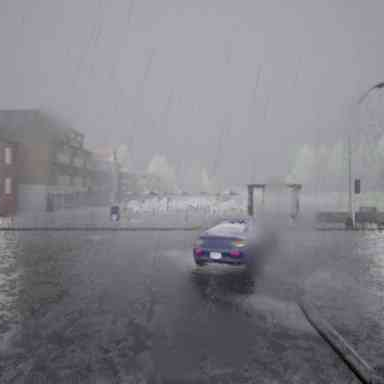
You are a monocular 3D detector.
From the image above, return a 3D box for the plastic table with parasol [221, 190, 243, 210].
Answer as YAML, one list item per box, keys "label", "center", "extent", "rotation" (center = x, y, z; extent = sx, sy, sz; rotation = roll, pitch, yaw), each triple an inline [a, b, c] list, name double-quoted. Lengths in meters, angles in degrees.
- label: "plastic table with parasol"
  center: [4.987, 0.991, 41.608]
  extent: [2.482, 2.480, 2.482]
  rotation: [0, 0, 0]

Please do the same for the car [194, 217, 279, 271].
- label: "car"
  center: [1.570, 1.543, 11.085]
  extent: [1.812, 1.442, 4.674]
  rotation: [-1, 0, 24]
